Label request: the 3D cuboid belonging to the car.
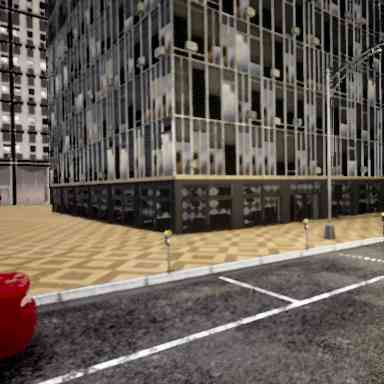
[{"bbox_3d":[-4.146,1.549,3.577,4.507,1.381,1.887,0,-1,-36],"label":"car"}]
